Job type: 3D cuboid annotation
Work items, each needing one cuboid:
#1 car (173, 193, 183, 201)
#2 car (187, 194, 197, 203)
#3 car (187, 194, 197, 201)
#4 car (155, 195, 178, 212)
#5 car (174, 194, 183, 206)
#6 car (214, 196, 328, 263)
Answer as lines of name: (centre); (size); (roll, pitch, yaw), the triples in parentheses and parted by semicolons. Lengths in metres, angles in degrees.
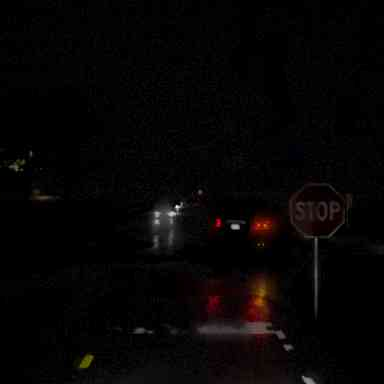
car: (-2.757, 0.958, 66.092); (1.812, 1.442, 4.674); (0, 0, 0)
car: (-0.006, 1.253, 61.310); (1.812, 1.442, 4.674); (0, 0, 0)
car: (-0.008, 1.097, 71.596); (2.128, 1.511, 4.902); (0, 0, 0)
car: (-2.854, 1.329, 35.763); (1.812, 1.442, 4.674); (0, 0, 1)
car: (-2.839, 1.233, 50.237); (1.882, 1.535, 5.008); (0, 1, 0)
car: (3.019, 1.180, 12.117); (2.150, 2.045, 5.566); (-1, -1, 39)
